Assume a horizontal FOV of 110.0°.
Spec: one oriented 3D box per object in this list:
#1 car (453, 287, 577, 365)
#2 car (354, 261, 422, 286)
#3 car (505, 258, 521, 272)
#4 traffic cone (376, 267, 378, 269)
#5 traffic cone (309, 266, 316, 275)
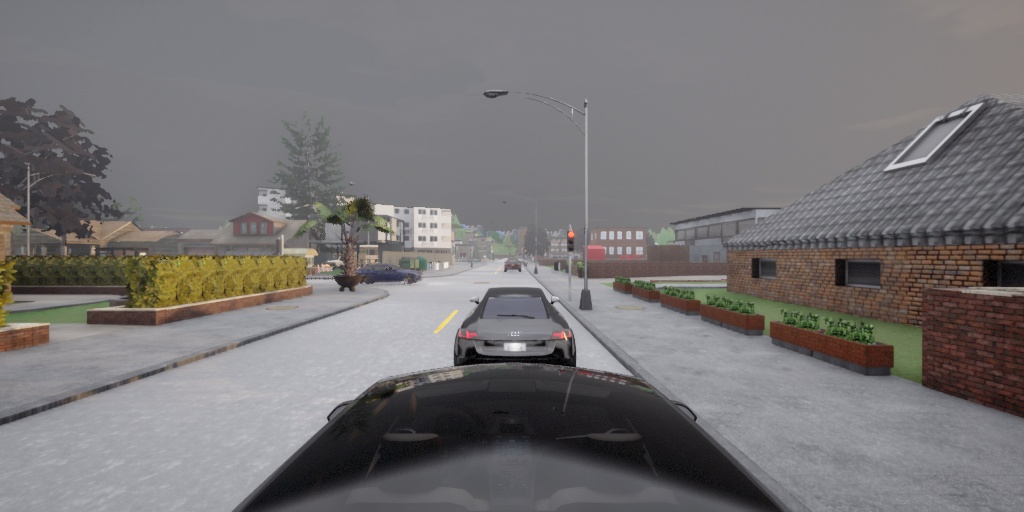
[{"bbox_3d":[0.058,1.314,7.306,1.994,1.385,4.181,0,0,0],"label":"car"},{"bbox_3d":[-8.733,1.274,25.235,4.674,1.442,1.812,0,0,-8],"label":"car"},{"bbox_3d":[0.093,1.100,47.157,2.097,1.767,4.553,0,0,0],"label":"car"},{"bbox_3d":[-15.396,1.556,40.690,0.344,0.586,0.344,0,0,0],"label":"traffic cone"},{"bbox_3d":[-19.803,1.567,35.236,0.344,0.586,0.344,0,0,0],"label":"traffic cone"}]
